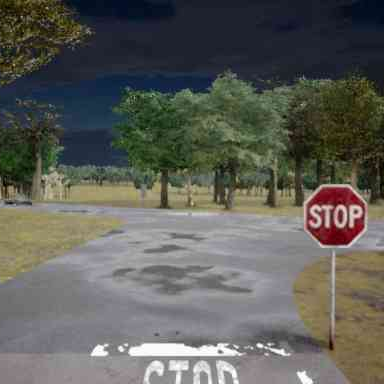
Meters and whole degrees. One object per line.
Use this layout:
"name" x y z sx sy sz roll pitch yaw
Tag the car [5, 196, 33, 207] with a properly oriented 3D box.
"car" -23.483 1.217 45.053 4.181 1.385 1.994 1 2 35
